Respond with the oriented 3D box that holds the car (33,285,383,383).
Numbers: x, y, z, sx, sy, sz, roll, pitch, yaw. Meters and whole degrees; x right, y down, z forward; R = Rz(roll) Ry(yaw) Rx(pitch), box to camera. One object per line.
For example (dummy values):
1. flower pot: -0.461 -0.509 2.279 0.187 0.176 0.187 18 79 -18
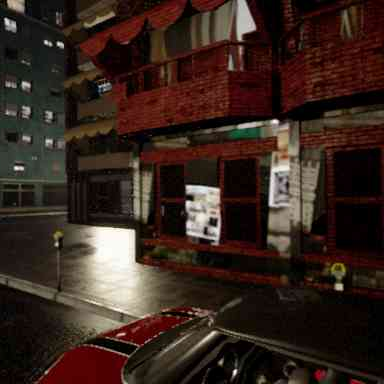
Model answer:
1. car: 0.614 1.443 2.295 4.097 1.590 1.967 0 -1 35
